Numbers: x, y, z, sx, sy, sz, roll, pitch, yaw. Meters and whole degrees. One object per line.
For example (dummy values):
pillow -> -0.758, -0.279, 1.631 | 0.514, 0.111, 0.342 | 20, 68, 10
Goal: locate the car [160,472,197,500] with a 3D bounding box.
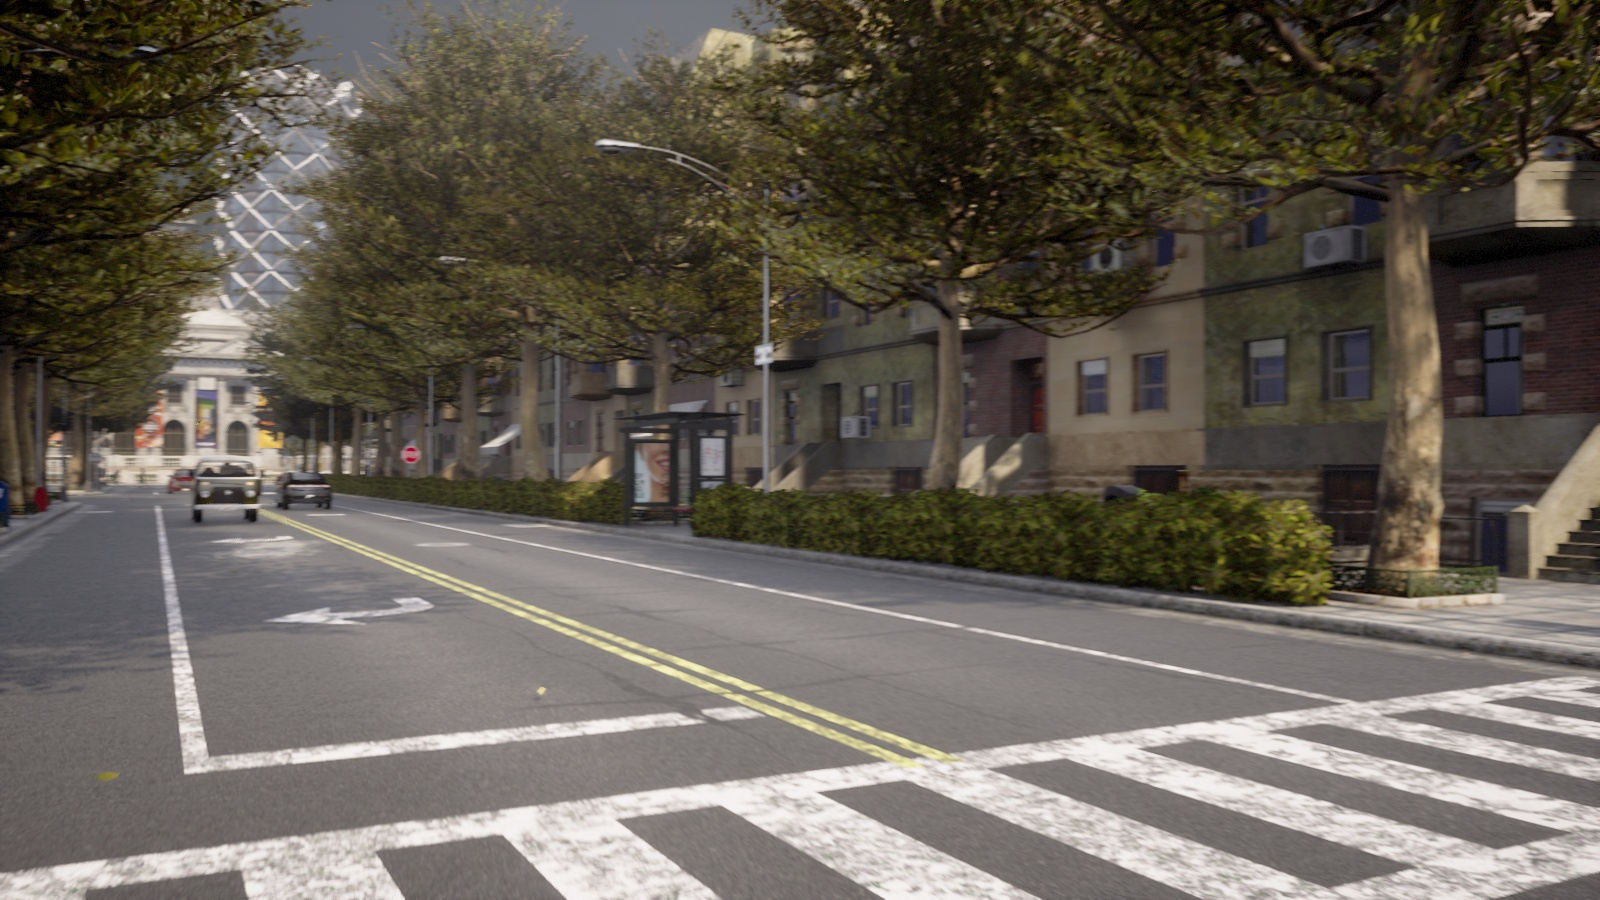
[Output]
car -> -41.490, 2.368, 83.806 | 2.097, 1.767, 4.553 | 0, -1, -27

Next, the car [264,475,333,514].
car -> -20.483, 1.773, 51.138 | 2.128, 1.511, 4.902 | 0, -1, -28

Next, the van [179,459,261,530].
van -> -17.817, 1.308, 38.469 | 2.069, 2.038, 4.480 | 0, -1, -28
